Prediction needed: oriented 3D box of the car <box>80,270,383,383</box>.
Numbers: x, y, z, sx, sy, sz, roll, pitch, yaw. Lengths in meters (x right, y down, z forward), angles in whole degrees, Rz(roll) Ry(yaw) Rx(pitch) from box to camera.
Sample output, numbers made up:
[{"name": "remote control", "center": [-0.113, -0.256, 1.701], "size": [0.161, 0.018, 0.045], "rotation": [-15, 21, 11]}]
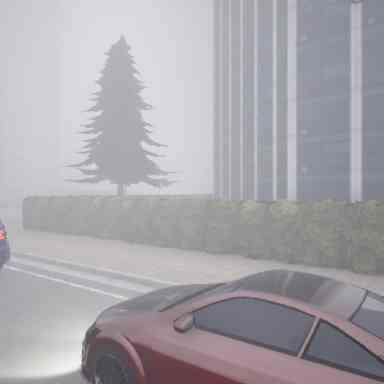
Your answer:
[{"name": "car", "center": [0.763, 1.563, 3.447], "size": [4.181, 1.385, 1.994], "rotation": [0, 0, 35]}]

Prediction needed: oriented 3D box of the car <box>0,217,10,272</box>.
[{"name": "car", "center": [-7.179, 1.221, 9.072], "size": [5.566, 2.045, 2.150], "rotation": [0, 0, 35]}]
